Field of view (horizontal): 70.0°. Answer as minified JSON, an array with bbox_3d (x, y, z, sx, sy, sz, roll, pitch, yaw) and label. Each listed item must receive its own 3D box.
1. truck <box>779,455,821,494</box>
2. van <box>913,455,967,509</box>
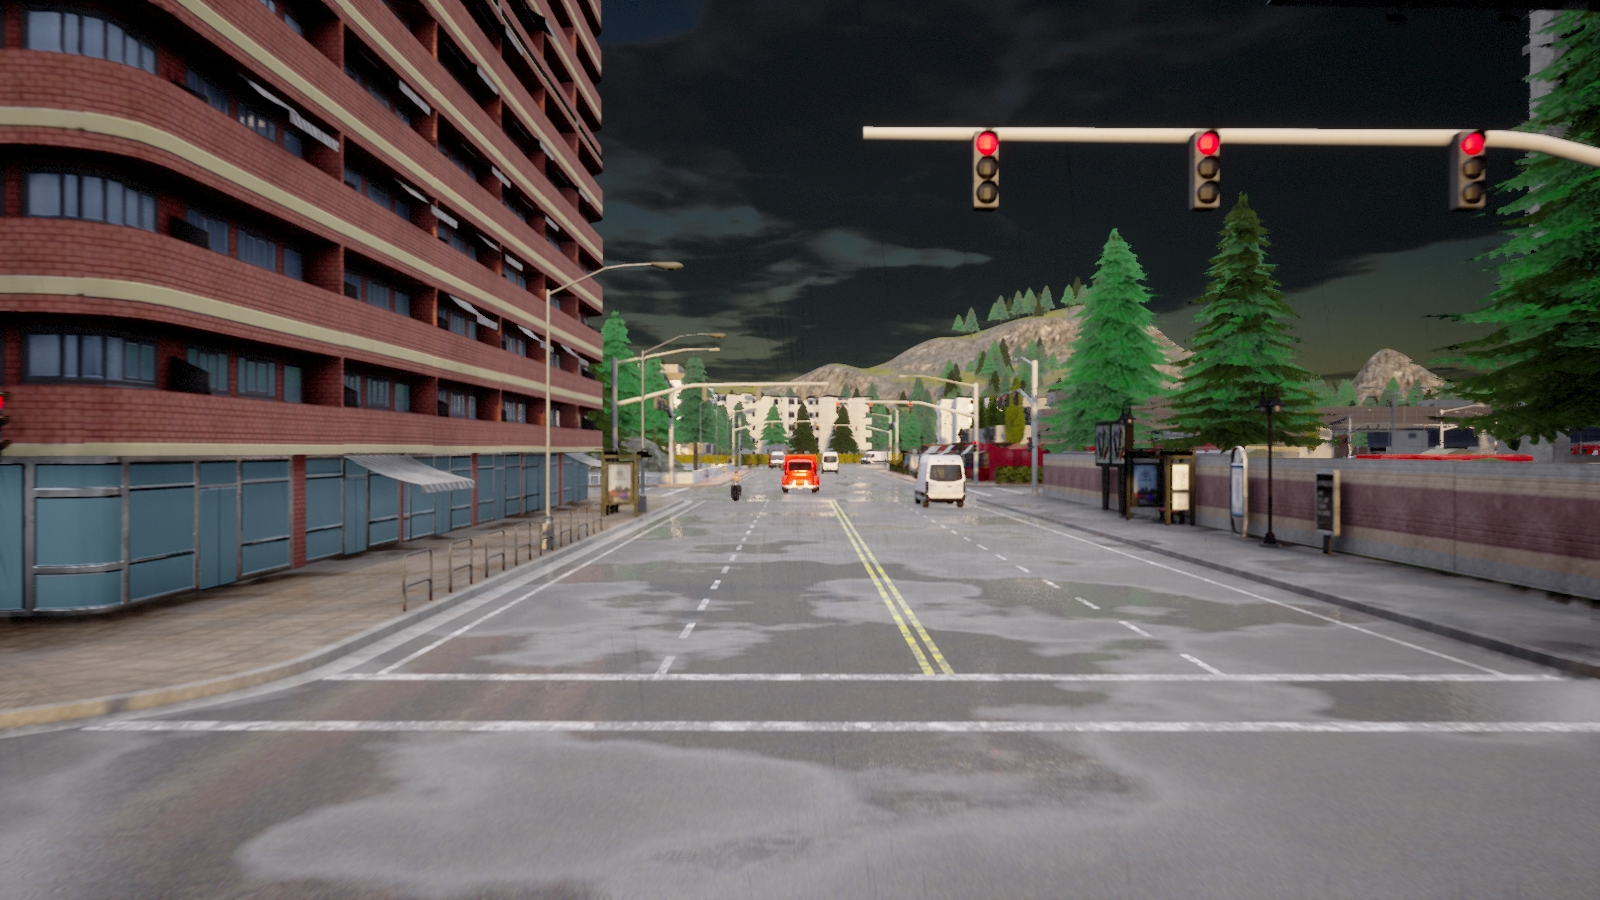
[{"bbox_3d":[0.028,1.545,74.266,2.627,2.467,5.204,0,0,1],"label":"truck"},{"bbox_3d":[7.001,1.530,57.631,1.988,2.561,5.915,0,0,0],"label":"van"}]
